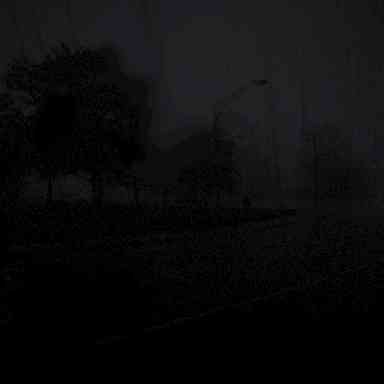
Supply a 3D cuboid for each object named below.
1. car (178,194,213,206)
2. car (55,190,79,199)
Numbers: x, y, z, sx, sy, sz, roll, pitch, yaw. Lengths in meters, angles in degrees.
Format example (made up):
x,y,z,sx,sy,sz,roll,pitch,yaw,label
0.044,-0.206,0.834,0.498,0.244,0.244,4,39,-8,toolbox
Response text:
x,y,z,sx,sy,sz,roll,pitch,yaw,label
0.421,0.986,44.514,4.902,1.511,2.128,1,3,31,car
-21.830,0.383,57.897,4.674,1.442,1.812,2,4,31,car
